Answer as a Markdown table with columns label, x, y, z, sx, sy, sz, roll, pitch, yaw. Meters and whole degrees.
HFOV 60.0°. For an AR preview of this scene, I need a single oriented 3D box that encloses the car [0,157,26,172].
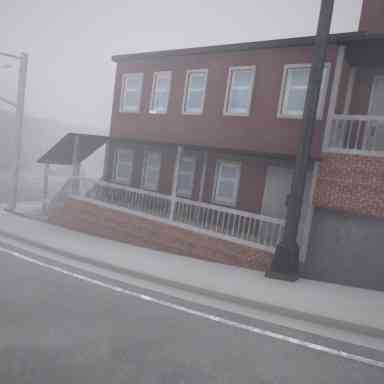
| label | x | y | z | sx | sy | sz | roll | pitch | yaw |
| --- | --- | --- | --- | --- | --- | --- | --- | --- | --- |
| car | -20.567 | -3.052 | 35.874 | 2.128 | 1.511 | 4.902 | 11 | 7 | 35 |

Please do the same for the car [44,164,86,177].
| label | x | y | z | sx | sy | sz | roll | pitch | yaw |
| --- | --- | --- | --- | --- | --- | --- | --- | --- | --- |
| car | -14.566 | -2.624 | 38.254 | 2.097 | 1.767 | 4.553 | 11 | 7 | 35 |
